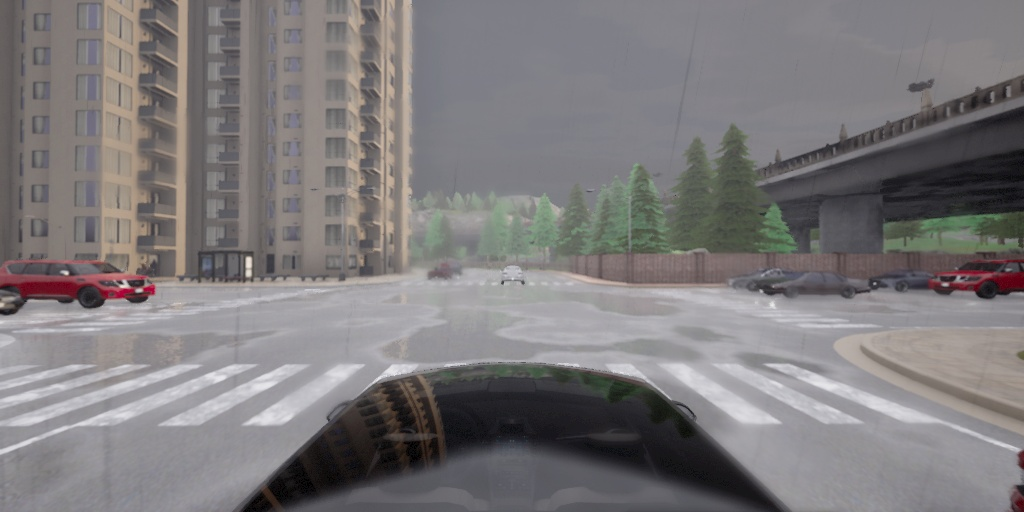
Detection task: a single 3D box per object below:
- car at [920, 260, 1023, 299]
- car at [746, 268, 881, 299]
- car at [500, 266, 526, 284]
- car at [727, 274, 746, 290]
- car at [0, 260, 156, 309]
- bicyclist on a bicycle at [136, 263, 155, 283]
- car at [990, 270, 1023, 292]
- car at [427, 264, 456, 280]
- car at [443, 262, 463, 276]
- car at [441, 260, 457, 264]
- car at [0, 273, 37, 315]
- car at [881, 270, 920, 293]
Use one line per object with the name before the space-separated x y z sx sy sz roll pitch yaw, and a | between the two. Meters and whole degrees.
car | 26.506 1.222 19.645 5.566 2.045 2.150 0 -1 0
car | 16.335 1.549 19.642 5.357 1.411 2.033 0 -1 0
car | 0.060 1.597 30.844 1.812 1.442 4.674 0 -1 0
car | 16.548 1.531 23.143 4.902 1.511 2.128 0 -1 0
car | -19.339 1.186 15.946 5.566 2.045 2.150 0 -1 0
bicyclist on a bicycle | -28.588 1.398 27.927 0.582 1.620 1.656 0 0 0
car | 34.256 1.602 23.124 4.181 1.385 1.994 0 -1 0
car | -7.154 1.729 35.966 1.895 1.301 4.718 0 -1 0
car | -7.351 1.793 46.588 2.033 1.411 5.357 0 -1 -3
car | -9.780 1.582 56.959 2.150 2.045 5.566 0 -1 -25
car | -20.126 1.452 12.451 4.674 1.442 1.812 0 -1 0
car | 25.422 1.603 23.136 4.181 1.385 1.994 0 -1 1
